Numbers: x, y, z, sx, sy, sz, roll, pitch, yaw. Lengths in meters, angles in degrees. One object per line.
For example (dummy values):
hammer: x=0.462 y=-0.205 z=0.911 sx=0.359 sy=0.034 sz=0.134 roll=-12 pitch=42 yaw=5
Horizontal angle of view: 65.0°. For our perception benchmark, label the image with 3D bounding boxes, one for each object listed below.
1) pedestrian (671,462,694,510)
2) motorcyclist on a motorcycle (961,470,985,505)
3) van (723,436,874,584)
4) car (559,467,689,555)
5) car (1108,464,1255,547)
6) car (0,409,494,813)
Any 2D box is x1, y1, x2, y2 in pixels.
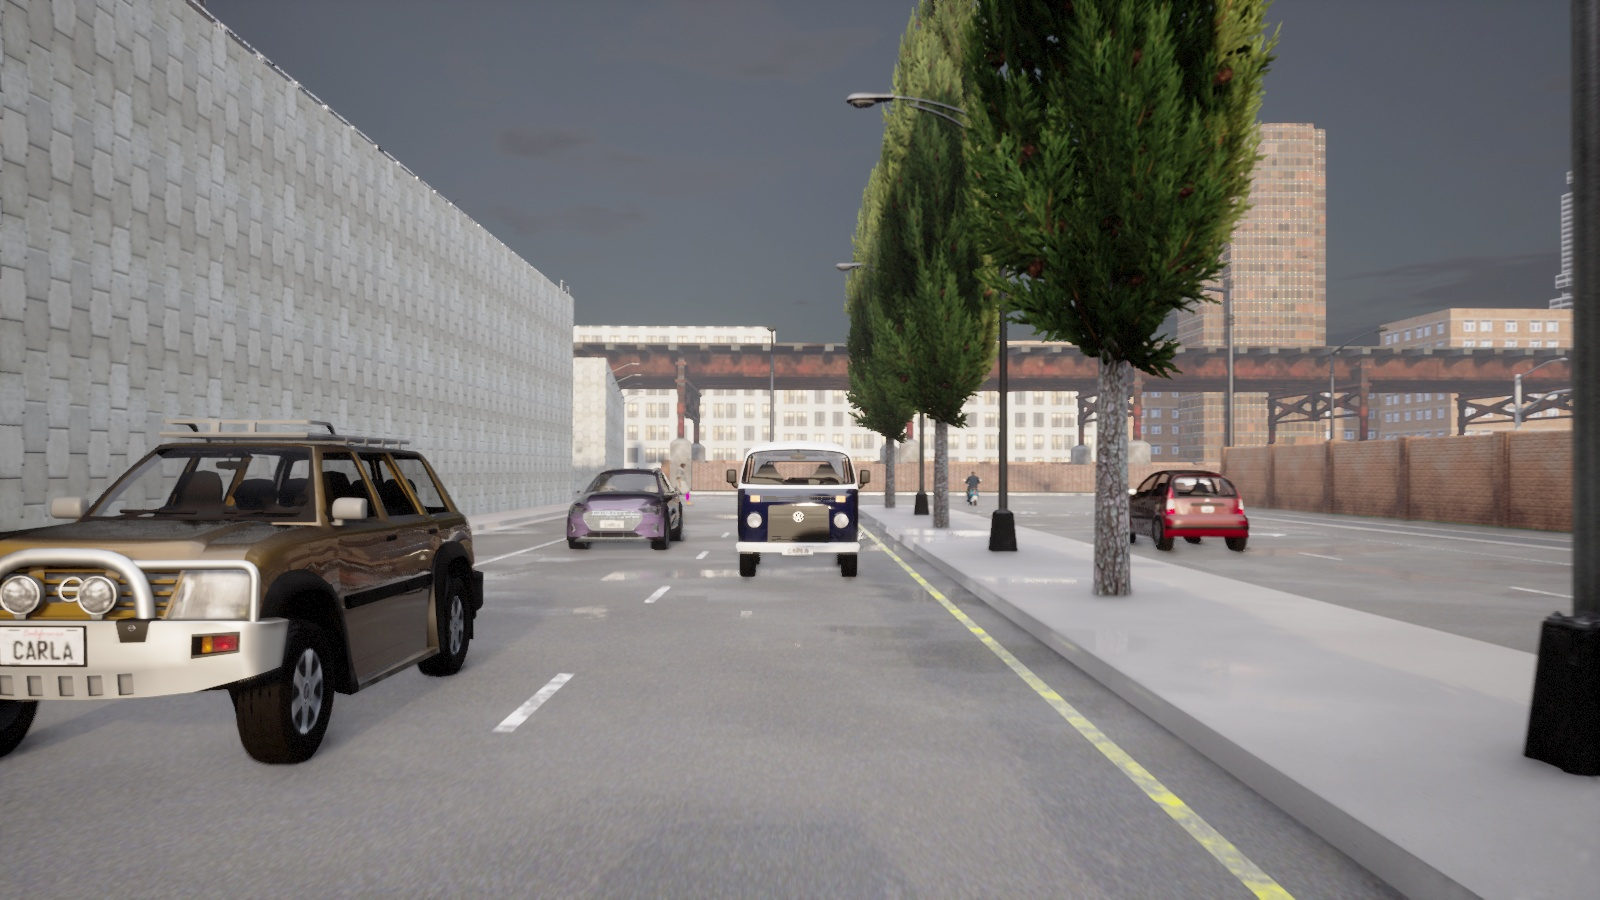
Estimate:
pedestrian: x=-4.851 y=1.470 z=51.926 sx=0.873 sy=1.952 sz=0.659 roll=0 pitch=-1 yaw=-13
motorcyclist on a motorcycle: x=7.932 y=1.696 z=57.738 sx=0.866 sy=1.590 sz=1.817 roll=0 pitch=-1 yaw=0
van: x=-0.022 y=0.863 z=19.559 sx=2.069 sy=2.038 sz=4.480 roll=0 pitch=-1 yaw=0
car: x=-3.530 y=1.192 z=26.072 sx=2.033 sy=1.649 sz=4.856 roll=0 pitch=-1 yaw=0
car: x=7.976 y=1.124 z=26.648 sx=1.851 sy=1.617 sz=3.988 roll=0 pitch=-1 yaw=-1
car: x=-3.507 y=0.780 z=8.096 sx=1.932 sy=1.855 sz=4.605 roll=0 pitch=-1 yaw=0
